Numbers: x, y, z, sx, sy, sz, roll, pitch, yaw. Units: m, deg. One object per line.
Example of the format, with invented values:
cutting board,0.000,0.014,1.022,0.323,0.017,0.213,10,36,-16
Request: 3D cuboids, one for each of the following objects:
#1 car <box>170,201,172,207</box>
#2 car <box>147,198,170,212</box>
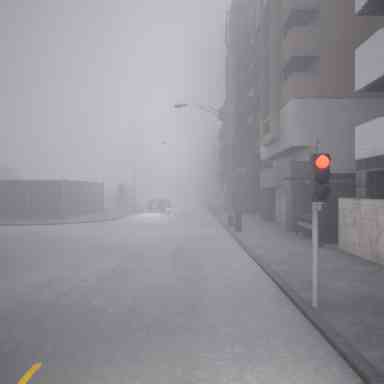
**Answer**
car,-4.104,1.564,49.288,1.994,1.385,4.181,0,0,0
car,-4.122,1.491,39.268,2.128,1.511,4.902,0,0,0
